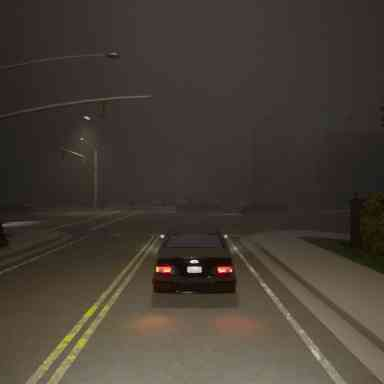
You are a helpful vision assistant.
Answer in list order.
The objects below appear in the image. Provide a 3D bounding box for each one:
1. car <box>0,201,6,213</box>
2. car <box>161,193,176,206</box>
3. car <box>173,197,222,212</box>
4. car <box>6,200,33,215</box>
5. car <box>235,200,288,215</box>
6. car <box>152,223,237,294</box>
[{"bbox_3d":[-16.707,1.612,24.273,4.892,1.490,1.837,-1,0,-1],"label":"car"},{"bbox_3d":[-3.719,1.221,53.968,2.150,2.045,5.566,0,0,0],"label":"car"},{"bbox_3d":[0.761,1.559,38.653,5.357,1.411,2.033,0,0,-1],"label":"car"},{"bbox_3d":[-19.379,1.634,34.946,4.902,1.511,2.128,-1,0,-1],"label":"car"},{"bbox_3d":[7.151,1.548,34.329,5.357,1.411,2.033,0,0,-14],"label":"car"},{"bbox_3d":[0.053,1.547,8.934,2.033,1.411,5.357,0,0,0],"label":"car"}]
